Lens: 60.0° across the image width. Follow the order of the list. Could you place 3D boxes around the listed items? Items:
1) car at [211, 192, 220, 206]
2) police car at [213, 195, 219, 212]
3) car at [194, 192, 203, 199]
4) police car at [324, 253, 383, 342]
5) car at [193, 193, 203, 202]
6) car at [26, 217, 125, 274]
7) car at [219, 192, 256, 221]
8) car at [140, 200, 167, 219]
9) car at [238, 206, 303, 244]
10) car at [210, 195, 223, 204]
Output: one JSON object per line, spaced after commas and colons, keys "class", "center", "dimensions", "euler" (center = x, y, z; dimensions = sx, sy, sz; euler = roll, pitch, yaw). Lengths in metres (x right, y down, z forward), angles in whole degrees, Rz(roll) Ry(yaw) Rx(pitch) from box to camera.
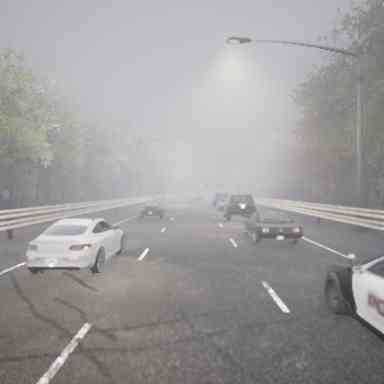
{"class": "car", "center": [4.076, 1.065, 48.442], "dimensions": [2.150, 2.045, 5.566], "euler": [0, 0, 1]}
{"class": "police car", "center": [3.849, 1.387, 37.461], "dimensions": [2.038, 1.542, 4.974], "euler": [0, 0, 1]}
{"class": "car", "center": [1.768, 0.951, 86.197], "dimensions": [2.097, 1.767, 4.553], "euler": [0, 0, 2]}
{"class": "police car", "center": [3.507, 1.492, 4.597], "dimensions": [2.038, 1.542, 4.974], "euler": [0, 0, 0]}
{"class": "car", "center": [1.119, 1.271, 68.683], "dimensions": [1.895, 1.301, 4.718], "euler": [0, 0, 2]}
{"class": "car", "center": [-3.362, 1.493, 10.295], "dimensions": [1.812, 1.442, 4.674], "euler": [0, 0, 0]}
{"class": "car", "center": [3.679, 1.139, 26.536], "dimensions": [2.150, 2.045, 5.566], "euler": [0, 0, 1]}
{"class": "car", "center": [-3.207, 1.437, 28.069], "dimensions": [1.812, 1.442, 4.674], "euler": [0, 0, 1]}
{"class": "car", "center": [3.565, 1.554, 15.582], "dimensions": [1.895, 1.301, 4.718], "euler": [0, 0, 0]}
{"class": "car", "center": [4.358, 1.353, 59.365], "dimensions": [2.033, 1.411, 5.357], "euler": [0, 0, 2]}
